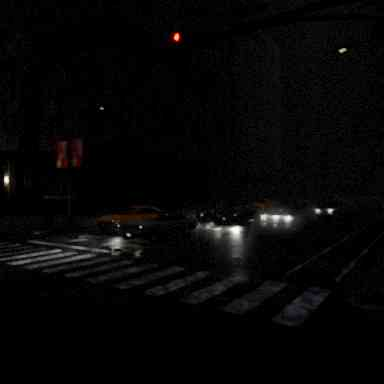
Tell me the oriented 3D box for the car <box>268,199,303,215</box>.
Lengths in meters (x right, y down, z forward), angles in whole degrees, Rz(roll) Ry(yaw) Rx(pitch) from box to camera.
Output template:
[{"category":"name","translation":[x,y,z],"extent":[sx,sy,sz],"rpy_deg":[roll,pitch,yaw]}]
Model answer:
[{"category":"car","translation":[9.617,1.534,33.347],"extent":[1.994,1.385,4.181],"rpy_deg":[-1,0,36]}]

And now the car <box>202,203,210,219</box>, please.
[{"category":"car","translation":[2.187,1.549,28.448],"extent":[2.128,1.511,4.902],"rpy_deg":[-1,0,35]}]

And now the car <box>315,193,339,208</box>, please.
[{"category":"car","translation":[18.896,1.219,46.409],"extent":[2.150,2.045,5.566],"rpy_deg":[-1,0,35]}]

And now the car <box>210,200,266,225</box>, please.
[{"category":"car","translation":[3.517,1.547,24.666],"extent":[1.812,1.442,4.674],"rpy_deg":[-1,0,35]}]

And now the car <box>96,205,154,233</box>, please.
[{"category":"car","translation":[-3.528,1.588,20.317],"extent":[1.882,1.535,5.008],"rpy_deg":[-1,0,34]}]

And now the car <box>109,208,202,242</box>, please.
[{"category":"car","translation":[-1.709,1.671,17.224],"extent":[1.895,1.301,4.718],"rpy_deg":[-1,0,34]}]

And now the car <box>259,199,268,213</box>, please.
[{"category":"car","translation":[8.076,1.486,36.812],"extent":[1.882,1.535,5.008],"rpy_deg":[-1,0,35]}]
